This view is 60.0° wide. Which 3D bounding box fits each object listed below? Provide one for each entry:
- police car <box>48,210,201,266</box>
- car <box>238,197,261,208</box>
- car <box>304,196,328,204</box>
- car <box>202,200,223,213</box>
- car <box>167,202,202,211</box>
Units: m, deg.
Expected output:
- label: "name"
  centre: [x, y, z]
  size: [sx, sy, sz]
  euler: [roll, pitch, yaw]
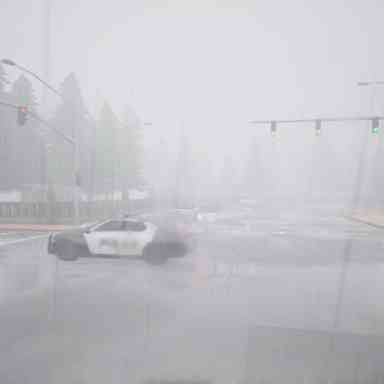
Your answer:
- label: "police car"
  centre: [-2.388, 1.525, 11.308]
  size: [4.974, 1.542, 2.038]
  euler: [0, 0, 12]
- label: "car"
  centre: [8.357, 1.446, 47.854]
  size: [1.812, 1.442, 4.674]
  euler: [0, 1, 36]
- label: "car"
  centre: [22.404, 1.387, 60.087]
  size: [5.008, 1.535, 1.882]
  euler: [0, 0, -28]
- label: "car"
  centre: [2.019, 1.505, 35.767]
  size: [1.994, 1.385, 4.181]
  euler: [0, 0, 19]
- label: "car"
  centre: [-0.847, 1.558, 25.900]
  size: [1.895, 1.301, 4.718]
  euler: [0, 0, 14]
